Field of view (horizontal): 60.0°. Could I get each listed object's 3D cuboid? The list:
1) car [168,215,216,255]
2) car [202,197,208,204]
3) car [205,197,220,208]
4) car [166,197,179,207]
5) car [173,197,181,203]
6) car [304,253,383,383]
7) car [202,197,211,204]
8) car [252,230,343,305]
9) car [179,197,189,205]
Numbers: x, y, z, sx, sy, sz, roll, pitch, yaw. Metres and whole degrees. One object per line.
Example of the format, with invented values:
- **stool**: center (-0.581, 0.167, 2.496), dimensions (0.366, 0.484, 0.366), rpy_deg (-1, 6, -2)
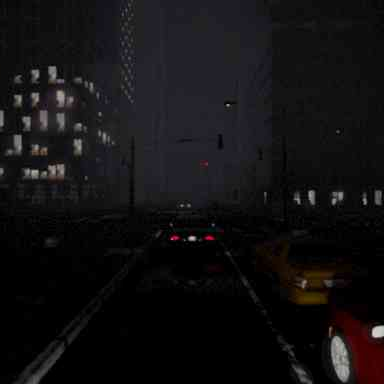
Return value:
- **car**: center (0.010, 1.677, 13.975), dimensions (2.033, 1.411, 5.357), rpy_deg (0, 0, 0)
- **car**: center (3.747, 2.064, 81.235), dimensions (2.192, 1.841, 5.009), rpy_deg (0, 0, 0)
- **car**: center (3.906, 2.126, 59.125), dimensions (1.947, 1.339, 4.313), rpy_deg (0, 0, 0)
- **car**: center (-4.051, 2.190, 64.612), dimensions (1.802, 1.307, 4.206), rpy_deg (0, -1, 0)
- **car**: center (-4.189, 2.279, 92.250), dimensions (1.967, 1.590, 4.097), rpy_deg (0, 0, 0)
- **car**: center (2.567, 1.569, 2.473), dimensions (1.887, 1.381, 4.507), rpy_deg (0, -1, 0)
- **car**: center (3.719, 2.234, 86.762), dimensions (1.967, 1.590, 4.097), rpy_deg (0, 0, 0)
- **car**: center (2.570, 1.602, 8.195), dimensions (1.752, 1.417, 4.829), rpy_deg (0, -1, 0)
- **car**: center (-1.549, 2.193, 77.197), dimensions (1.882, 1.535, 5.008), rpy_deg (0, 0, 0)
